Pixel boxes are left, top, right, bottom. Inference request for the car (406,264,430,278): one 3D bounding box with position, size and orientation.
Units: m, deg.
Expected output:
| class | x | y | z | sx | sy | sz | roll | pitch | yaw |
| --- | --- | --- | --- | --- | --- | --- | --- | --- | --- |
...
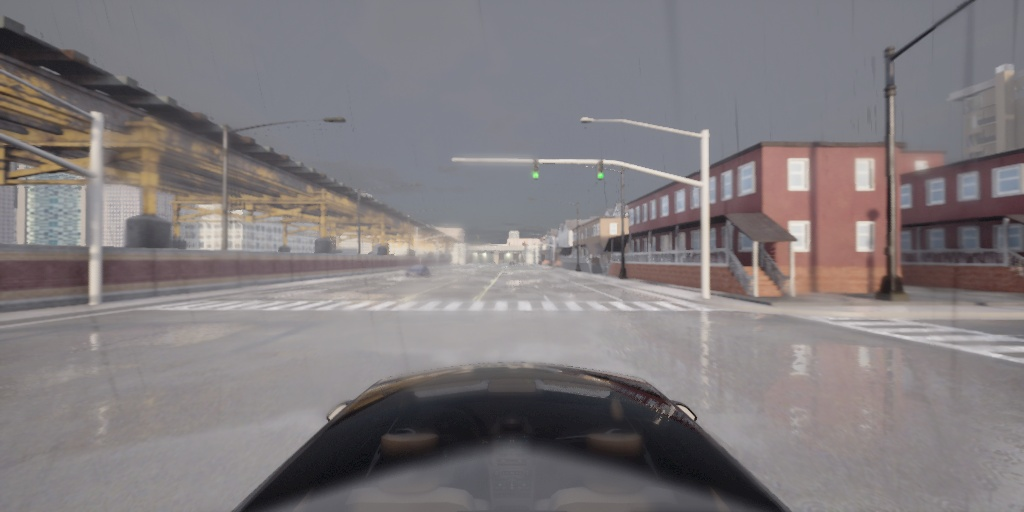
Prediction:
| class | x | y | z | sx | sy | sz | roll | pitch | yaw |
| --- | --- | --- | --- | --- | --- | --- | --- | --- | --- |
| car | -10.476 | 1.692 | 40.345 | 1.812 | 1.442 | 4.674 | 0 | 0 | 0 |
